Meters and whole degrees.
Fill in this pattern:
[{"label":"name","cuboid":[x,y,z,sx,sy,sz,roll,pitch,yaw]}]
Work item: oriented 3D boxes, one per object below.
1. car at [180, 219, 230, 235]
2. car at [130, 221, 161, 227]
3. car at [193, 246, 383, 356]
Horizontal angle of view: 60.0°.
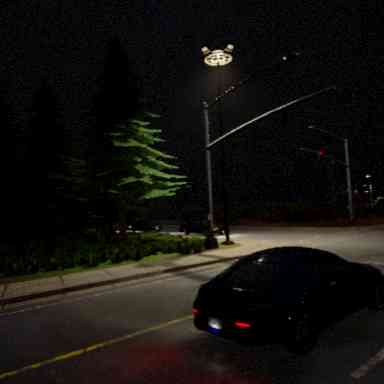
[{"label":"car","cuboid":[0.994,3.187,30.297,2.033,1.411,5.357,0,-4,-39]},{"label":"car","cuboid":[-5.363,3.860,38.139,2.128,1.511,4.902,0,-4,-39]},{"label":"car","cuboid":[2.102,1.802,6.549,4.674,1.442,1.812,0,-4,-40]}]
